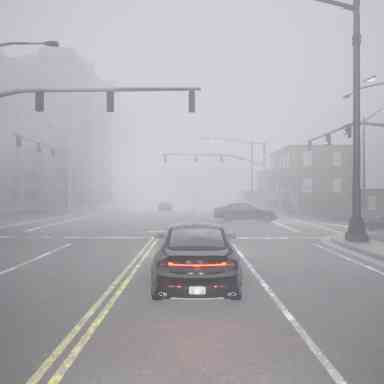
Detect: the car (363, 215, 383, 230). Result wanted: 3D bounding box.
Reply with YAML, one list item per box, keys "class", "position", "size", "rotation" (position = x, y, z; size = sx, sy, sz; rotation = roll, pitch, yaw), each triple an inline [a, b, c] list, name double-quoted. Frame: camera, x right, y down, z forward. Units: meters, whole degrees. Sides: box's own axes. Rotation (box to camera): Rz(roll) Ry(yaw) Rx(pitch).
- class: "car"
  position: [16.047, 2.655, 28.228]
  size: [4.181, 1.385, 1.994]
  rotation: [8, 0, 0]

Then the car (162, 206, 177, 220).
- class: "car"
  position: [-3.631, 3.522, 54.983]
  size: [2.128, 1.511, 4.902]
  rotation: [0, -12, 0]

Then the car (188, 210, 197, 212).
- class: "car"
  position: [0.070, 3.830, 56.314]
  size: [1.812, 1.442, 4.674]
  rotation: [0, -12, 0]

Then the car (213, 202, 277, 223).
- class: "car"
  position: [3.875, 1.494, 24.646]
  size: [4.674, 1.442, 1.812]
  rotation: [0, 0, 1]

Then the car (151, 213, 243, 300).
- class: "car"
  position: [0.094, 1.505, 8.342]
  size: [1.837, 1.490, 4.892]
  rotation: [0, 0, 0]

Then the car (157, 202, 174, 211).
- class: "car"
  position: [-3.633, 2.066, 45.578]
  size: [1.837, 1.490, 4.892]
  rotation: [0, -5, 0]
